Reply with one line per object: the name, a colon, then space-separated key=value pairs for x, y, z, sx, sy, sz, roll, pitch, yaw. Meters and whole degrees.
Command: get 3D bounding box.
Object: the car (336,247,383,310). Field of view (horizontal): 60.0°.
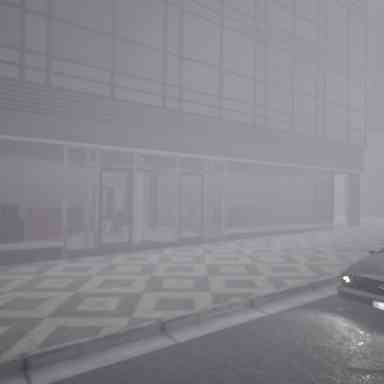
car: x=5.407 y=1.565 z=7.250 sx=5.357 sy=1.411 sz=2.033 roll=0 pitch=0 yaw=-36
